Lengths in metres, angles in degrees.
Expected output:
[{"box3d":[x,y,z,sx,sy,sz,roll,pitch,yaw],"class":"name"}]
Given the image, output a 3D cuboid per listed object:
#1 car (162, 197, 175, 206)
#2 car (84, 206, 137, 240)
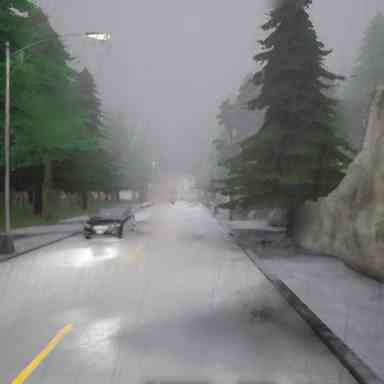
[{"box3d":[-4.053,1.589,58.416,2.128,1.511,4.902,0,0,0],"class":"car"},{"box3d":[-4.091,1.521,17.270,2.128,1.511,4.902,0,0,0],"class":"car"}]
